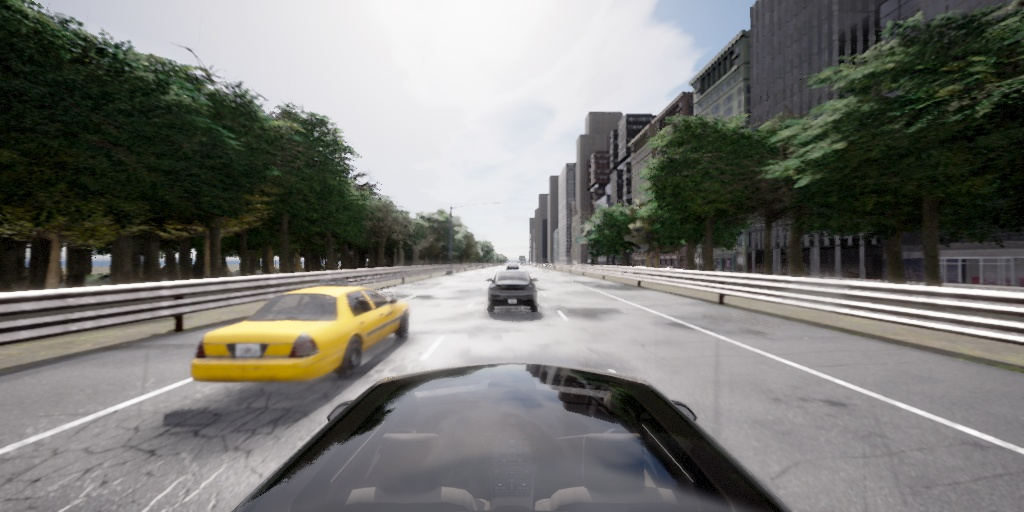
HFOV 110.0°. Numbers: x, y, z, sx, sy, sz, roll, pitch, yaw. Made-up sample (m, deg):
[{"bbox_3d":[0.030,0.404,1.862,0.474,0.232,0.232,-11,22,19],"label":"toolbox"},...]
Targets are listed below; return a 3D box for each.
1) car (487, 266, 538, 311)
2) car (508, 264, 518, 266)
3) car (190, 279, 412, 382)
[{"bbox_3d":[0.017,1.339,14.862,1.837,1.490,4.892,0,0,0],"label":"car"},{"bbox_3d":[0.116,1.886,53.140,1.882,1.535,5.008,0,-1,0],"label":"car"},{"bbox_3d":[-3.500,1.238,7.315,1.801,1.575,5.366,0,0,0],"label":"car"}]
